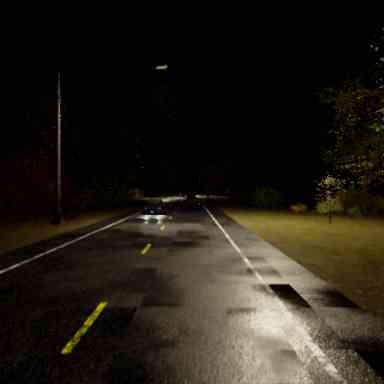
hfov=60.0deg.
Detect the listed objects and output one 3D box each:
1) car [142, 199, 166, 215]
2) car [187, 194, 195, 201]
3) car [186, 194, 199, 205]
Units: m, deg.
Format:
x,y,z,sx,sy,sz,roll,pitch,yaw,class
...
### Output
x,y,z,sx,sy,sz,roll,pitch,yaw,class
-3.611,1.399,32.680,2.033,1.411,5.357,0,0,0,car
-0.210,1.159,75.904,1.837,1.490,4.892,0,0,0,car
0.027,1.332,51.524,1.994,1.385,4.181,0,0,0,car
